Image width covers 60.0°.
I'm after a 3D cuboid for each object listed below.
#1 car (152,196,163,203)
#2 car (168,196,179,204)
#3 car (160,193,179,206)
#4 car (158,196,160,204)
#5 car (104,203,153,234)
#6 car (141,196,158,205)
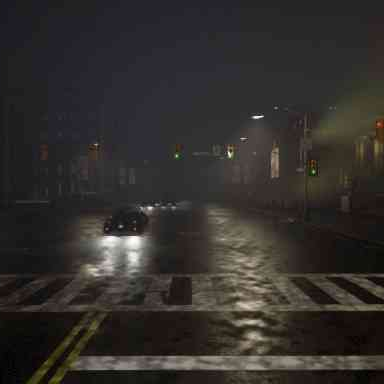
[{"bbox_3d":[-7.619,1.548,73.940,2.033,1.411,5.357,0,0,-11],"label":"car"},{"bbox_3d":[-3.668,1.533,66.053,1.812,1.442,4.674,0,0,0],"label":"car"},{"bbox_3d":[-3.655,1.227,55.160,2.150,2.045,5.566,0,0,0],"label":"car"},{"bbox_3d":[-7.165,1.509,63.387,1.837,1.490,4.892,0,1,0],"label":"car"},{"bbox_3d":[-3.619,1.566,18.938,1.994,1.385,4.181,0,0,0],"label":"car"},{"bbox_3d":[-7.152,1.606,54.248,1.895,1.301,4.718,0,0,0],"label":"car"}]
